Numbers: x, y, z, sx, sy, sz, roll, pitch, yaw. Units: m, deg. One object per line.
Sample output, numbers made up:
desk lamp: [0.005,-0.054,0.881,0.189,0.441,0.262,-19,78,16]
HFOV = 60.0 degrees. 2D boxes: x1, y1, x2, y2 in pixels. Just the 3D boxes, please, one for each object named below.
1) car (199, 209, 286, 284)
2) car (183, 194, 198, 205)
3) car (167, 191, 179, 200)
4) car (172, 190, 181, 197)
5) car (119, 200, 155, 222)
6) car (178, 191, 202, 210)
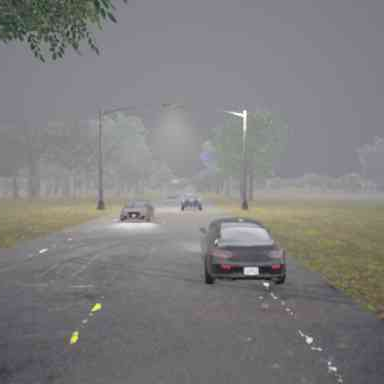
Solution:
car: [1.197,1.408,9.048,1.812,1.442,4.674,0,1,0]
car: [-0.143,1.007,47.178,1.994,1.385,4.181,0,1,1]
car: [-3.745,0.830,64.266,1.994,1.385,4.181,0,1,0]
car: [-3.773,0.446,84.078,2.097,1.767,4.553,0,0,0]
car: [-3.672,1.276,22.991,1.994,1.385,4.181,0,1,0]
car: [-0.052,0.924,35.388,2.097,1.767,4.553,0,1,0]
